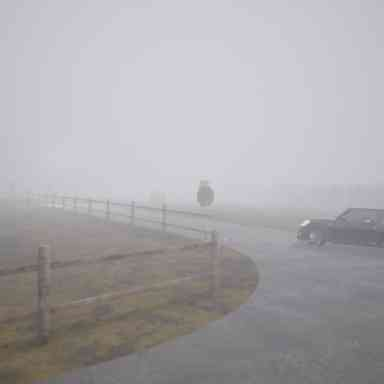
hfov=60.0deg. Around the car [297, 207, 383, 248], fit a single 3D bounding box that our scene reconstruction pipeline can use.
[{"bbox_3d":[6.775,1.394,13.647,4.553,1.767,2.097,2,-1,30],"label":"car"}]
